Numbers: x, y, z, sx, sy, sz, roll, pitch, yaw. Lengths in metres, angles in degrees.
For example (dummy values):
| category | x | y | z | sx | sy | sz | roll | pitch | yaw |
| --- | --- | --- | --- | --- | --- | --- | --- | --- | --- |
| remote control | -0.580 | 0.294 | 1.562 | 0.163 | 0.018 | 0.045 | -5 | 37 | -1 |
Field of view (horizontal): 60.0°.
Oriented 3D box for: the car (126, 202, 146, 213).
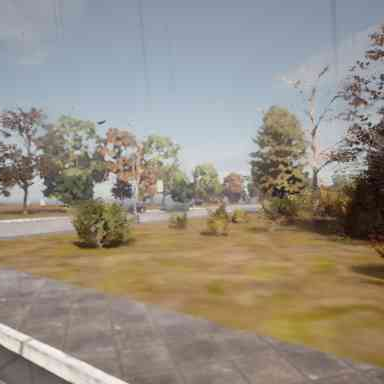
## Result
| category | x | y | z | sx | sy | sz | roll | pitch | yaw |
| --- | --- | --- | --- | --- | --- | --- | --- | --- | --- |
| car | -8.119 | 2.157 | 43.895 | 1.837 | 1.490 | 4.892 | -2 | -1 | 32 |

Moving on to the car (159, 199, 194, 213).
| category | x | y | z | sx | sy | sz | roll | pitch | yaw |
| --- | --- | --- | --- | --- | --- | --- | --- | --- | --- |
| car | -2.344 | 2.116 | 46.489 | 2.033 | 1.411 | 5.357 | -2 | -2 | 32 |

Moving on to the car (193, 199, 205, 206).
| category | x | y | z | sx | sy | sz | roll | pitch | yaw |
| --- | --- | --- | --- | --- | --- | --- | --- | --- | --- |
| car | 0.401 | 1.885 | 57.315 | 1.882 | 1.535 | 5.008 | -2 | -2 | 32 |
